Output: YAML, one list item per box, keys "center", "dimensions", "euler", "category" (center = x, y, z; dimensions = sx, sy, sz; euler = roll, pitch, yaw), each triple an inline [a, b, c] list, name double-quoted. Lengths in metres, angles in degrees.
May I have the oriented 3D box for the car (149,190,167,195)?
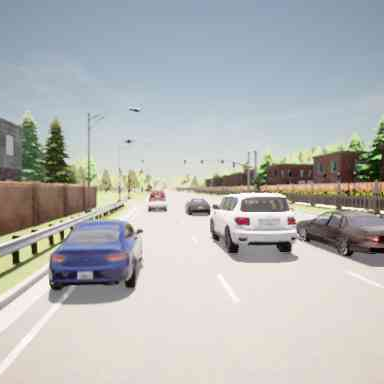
- center: [-4.492, 0.771, 43.700]
  dimensions: [2.150, 2.045, 5.566]
  euler: [0, 1, -5]
  category: "car"

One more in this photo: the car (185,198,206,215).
- center: [0.484, 1.249, 29.632]
  dimensions: [1.994, 1.385, 4.181]
  euler: [0, 1, -6]
  category: "car"

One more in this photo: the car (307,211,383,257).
- center: [5.706, 1.403, 12.344]
  dimensions: [2.033, 1.411, 5.357]
  euler: [0, 1, -6]
  category: "car"

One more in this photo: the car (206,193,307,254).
- center: [2.130, 1.074, 12.942]
  dimensions: [2.150, 2.045, 5.566]
  euler: [0, 0, -6]
  category: "car"

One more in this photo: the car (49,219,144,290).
- center: [-2.308, 1.437, 8.769]
  dimensions: [1.812, 1.442, 4.674]
  euler: [0, 1, -6]
  category: "car"

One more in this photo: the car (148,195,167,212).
- center: [-3.483, 1.251, 33.820]
  dimensions: [1.895, 1.301, 4.718]
  euler: [0, 1, -5]
  category: "car"

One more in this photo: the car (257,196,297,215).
- center: [7.486, 1.145, 29.947]
  dimensions: [1.882, 1.535, 5.008]
  euler: [0, 0, -6]
  category: "car"

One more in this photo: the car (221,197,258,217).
- center: [4.025, 1.228, 29.393]
  dimensions: [2.033, 1.411, 5.357]
  euler: [0, 1, -6]
  category: "car"
